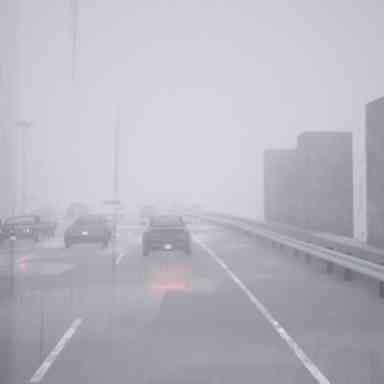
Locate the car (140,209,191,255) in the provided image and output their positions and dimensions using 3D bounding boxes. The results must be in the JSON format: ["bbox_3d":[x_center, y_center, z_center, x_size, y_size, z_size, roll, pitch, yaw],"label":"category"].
[{"bbox_3d":[-1.125,1.701,14.217,1.837,1.490,4.892,0,0,-6],"label":"car"}]

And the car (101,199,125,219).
[{"bbox_3d":[-8.195,1.726,34.456,2.150,2.045,5.566,0,0,-13],"label":"car"}]

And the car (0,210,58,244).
[{"bbox_3d":[-8.624,1.886,17.710,1.895,1.301,4.718,0,-1,-8],"label":"car"}]

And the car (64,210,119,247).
[{"bbox_3d":[-4.963,1.813,16.621,1.994,1.385,4.181,0,-1,-8],"label":"car"}]

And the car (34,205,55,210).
[{"bbox_3d":[-15.477,2.075,34.790,1.812,1.442,4.674,0,-1,-13],"label":"car"}]

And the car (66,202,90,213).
[{"bbox_3d":[-11.992,1.885,35.241,2.097,1.767,4.553,0,-1,-13],"label":"car"}]

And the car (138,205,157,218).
[{"bbox_3d":[-4.344,2.014,33.443,2.033,1.411,5.357,0,-1,-12],"label":"car"}]
